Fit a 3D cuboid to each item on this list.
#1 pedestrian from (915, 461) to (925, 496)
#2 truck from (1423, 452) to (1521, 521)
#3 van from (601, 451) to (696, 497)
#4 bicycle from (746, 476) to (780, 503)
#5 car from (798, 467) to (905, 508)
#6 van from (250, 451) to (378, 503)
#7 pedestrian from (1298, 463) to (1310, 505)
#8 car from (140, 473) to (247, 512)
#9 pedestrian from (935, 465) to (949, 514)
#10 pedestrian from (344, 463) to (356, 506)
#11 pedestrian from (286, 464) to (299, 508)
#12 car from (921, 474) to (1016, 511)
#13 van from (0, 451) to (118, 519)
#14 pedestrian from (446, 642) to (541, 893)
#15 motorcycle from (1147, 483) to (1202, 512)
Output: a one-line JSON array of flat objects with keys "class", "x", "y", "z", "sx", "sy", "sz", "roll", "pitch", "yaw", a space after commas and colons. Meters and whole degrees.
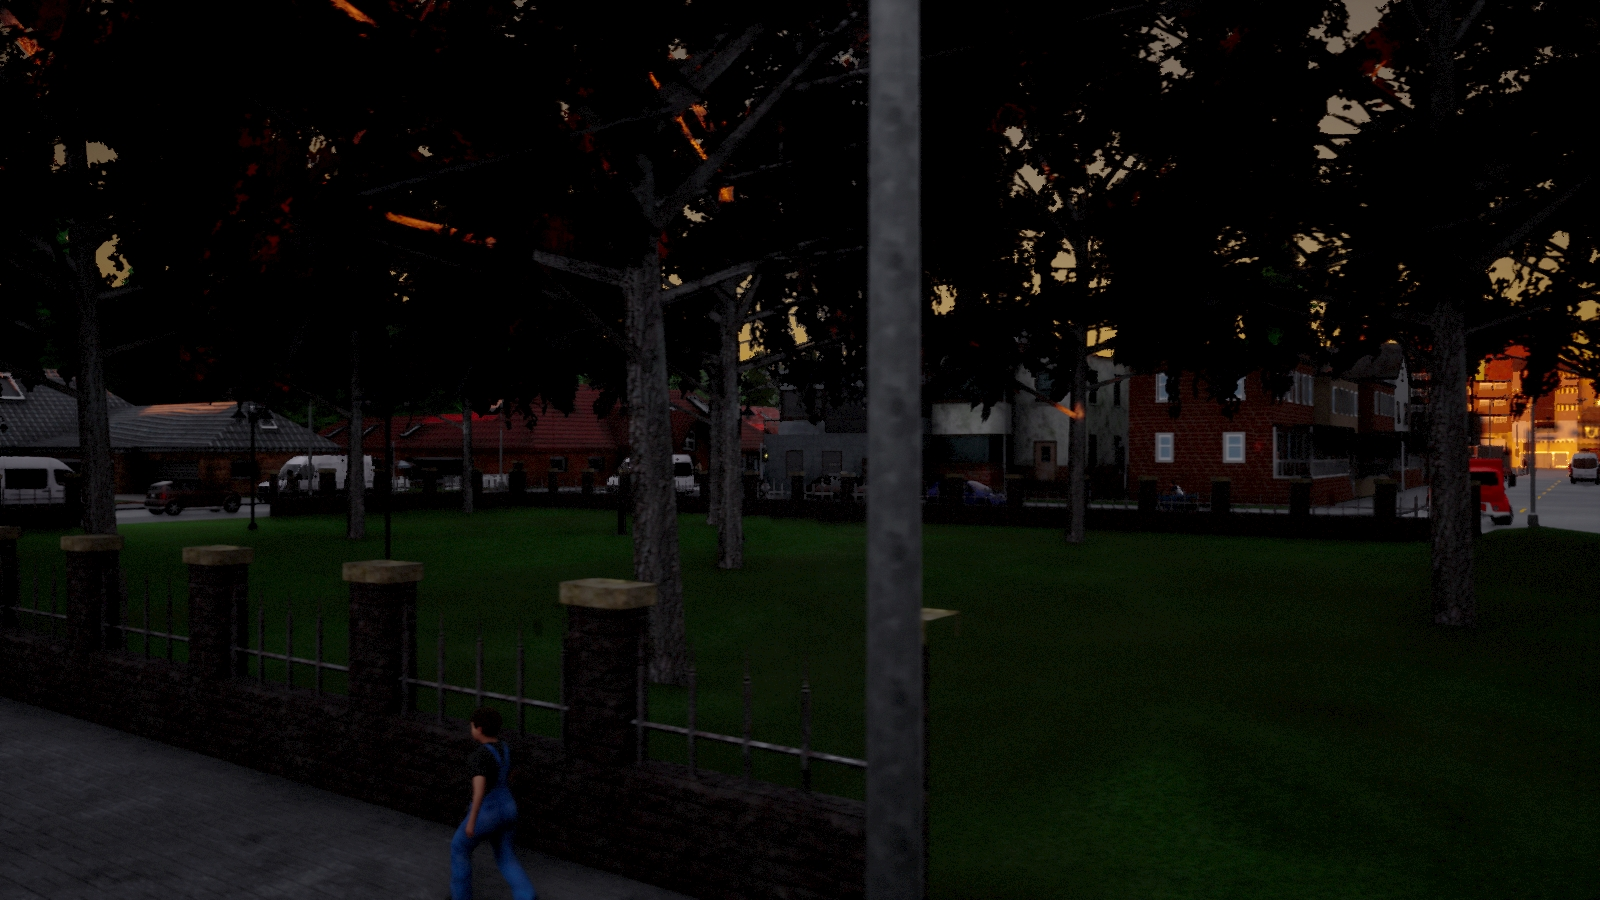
[{"class": "pedestrian", "x": 6.362, "y": 1.524, "z": 60.669, "sx": 0.375, "sy": 1.860, "sz": 0.375, "roll": 0, "pitch": 0, "yaw": 31}, {"class": "truck", "x": 25.690, "y": 1.348, "z": 43.887, "sx": 2.627, "sy": 2.467, "sz": 5.204, "roll": -1, "pitch": 0, "yaw": 24}, {"class": "van", "x": -8.815, "y": 1.315, "z": 66.071, "sx": 5.915, "sy": 2.561, "sz": 1.988, "roll": 0, "pitch": 0, "yaw": 40}, {"class": "bicycle", "x": -1.827, "y": 1.940, "z": 56.064, "sx": 1.835, "sy": 1.271, "sz": 0.329, "roll": 0, "pitch": 0, "yaw": 35}, {"class": "car", "x": 2.389, "y": 1.686, "z": 53.040, "sx": 4.553, "sy": 1.767, "sz": 2.097, "roll": 0, "pitch": 0, "yaw": 35}, {"class": "van", "x": -25.044, "y": 1.315, "z": 59.085, "sx": 1.988, "sy": 2.561, "sz": 5.915, "roll": 0, "pitch": 0, "yaw": 36}, {"class": "pedestrian", "x": 22.345, "y": 1.516, "z": 50.628, "sx": 0.375, "sy": 1.860, "sz": 0.375, "roll": 0, "pitch": 0, "yaw": 42}, {"class": "car", "x": -26.436, "y": 1.806, "z": 49.901, "sx": 1.789, "sy": 1.549, "sz": 3.705, "roll": 0, "pitch": 0, "yaw": 35}, {"class": "pedestrian", "x": 5.520, "y": 1.525, "z": 44.420, "sx": 0.375, "sy": 1.860, "sz": 0.375, "roll": 0, "pitch": 0, "yaw": 39}, {"class": "pedestrian", "x": -19.859, "y": 1.525, "z": 50.422, "sx": 0.375, "sy": 1.860, "sz": 0.375, "roll": 0, "pitch": 0, "yaw": 34}, {"class": "pedestrian", "x": -21.569, "y": 1.525, "z": 48.570, "sx": 0.375, "sy": 1.860, "sz": 0.375, "roll": 0, "pitch": 0, "yaw": 25}, {"class": "car", "x": 7.334, "y": 1.818, "z": 49.789, "sx": 3.633, "sy": 1.501, "sz": 1.845, "roll": 0, "pitch": 0, "yaw": 36}, {"class": "van", "x": -30.235, "y": 1.315, "z": 44.581, "sx": 1.988, "sy": 2.561, "sz": 5.915, "roll": 0, "pitch": 0, "yaw": 36}, {"class": "pedestrian", "x": -1.767, "y": 1.805, "z": 6.600, "sx": 0.375, "sy": 1.300, "sz": 0.375, "roll": 0, "pitch": 0, "yaw": 35}, {"class": "motorcycle", "x": 15.785, "y": 1.993, "z": 48.163, "sx": 2.033, "sy": 1.145, "sz": 0.803, "roll": 0, "pitch": 0, "yaw": 36}]
